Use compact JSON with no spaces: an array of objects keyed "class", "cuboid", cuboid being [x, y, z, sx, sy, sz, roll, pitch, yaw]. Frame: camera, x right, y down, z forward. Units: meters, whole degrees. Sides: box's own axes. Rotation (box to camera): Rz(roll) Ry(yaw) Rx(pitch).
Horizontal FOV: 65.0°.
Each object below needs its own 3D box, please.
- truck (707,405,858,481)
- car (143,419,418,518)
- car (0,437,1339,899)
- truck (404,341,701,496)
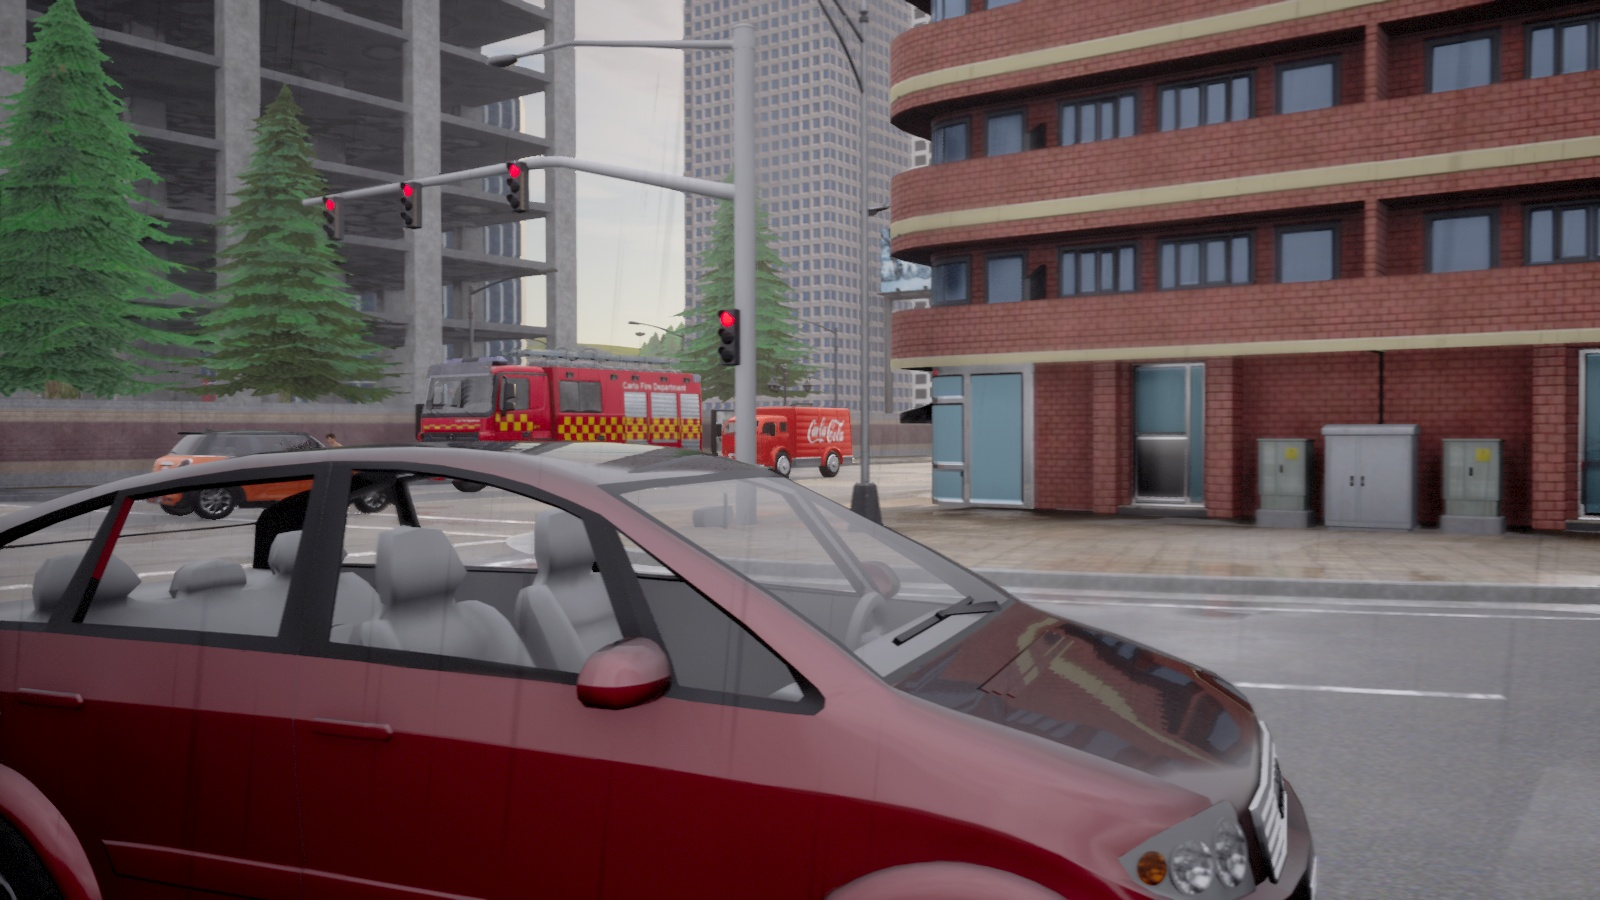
[{"class":"truck","cuboid":[-0.531,-0.260,43.632,2.627,2.467,5.204,1,1,36]},{"class":"car","cuboid":[-10.137,0.317,24.715,4.553,1.767,2.097,0,1,-44]},{"class":"car","cuboid":[-0.601,0.752,3.394,3.705,1.549,1.789,0,1,21]},{"class":"truck","cuboid":[-6.623,-0.837,35.193,2.891,3.827,8.468,1,1,36]}]
